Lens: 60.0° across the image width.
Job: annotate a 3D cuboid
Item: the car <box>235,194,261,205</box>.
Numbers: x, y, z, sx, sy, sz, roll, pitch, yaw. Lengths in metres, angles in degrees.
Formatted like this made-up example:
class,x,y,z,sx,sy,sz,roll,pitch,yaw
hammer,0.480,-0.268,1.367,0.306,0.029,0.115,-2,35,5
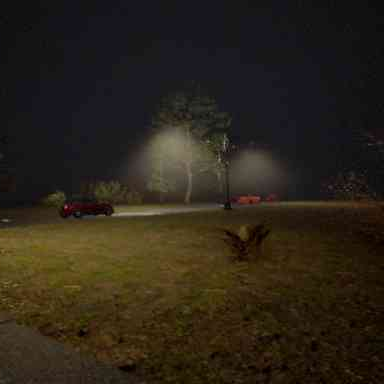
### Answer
class,x,y,z,sx,sy,sz,roll,pitch,yaw
car,9.405,1.084,53.718,2.097,1.767,4.553,-2,-1,36

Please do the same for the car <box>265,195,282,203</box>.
class,x,y,z,sx,sy,sz,roll,pitch,yaw
car,15.028,1.212,61.695,1.812,1.442,4.674,-2,-1,35

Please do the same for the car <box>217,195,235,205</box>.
class,x,y,z,sx,sy,sz,roll,pitch,yaw
car,6.014,1.315,55.160,1.882,1.535,5.008,-2,-1,36

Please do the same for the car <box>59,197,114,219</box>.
class,x,y,z,sx,sy,sz,roll,pitch,yaw
car,-8.837,1.245,28.226,2.097,1.767,4.553,-2,-1,35
